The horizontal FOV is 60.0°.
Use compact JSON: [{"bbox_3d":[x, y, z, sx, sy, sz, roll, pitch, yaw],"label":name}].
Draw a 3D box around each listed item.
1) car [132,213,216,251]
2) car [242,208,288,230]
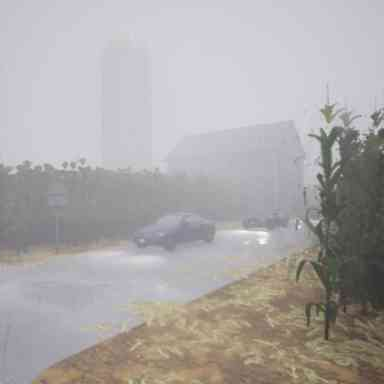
[{"bbox_3d":[-0.643,1.695,15.221,1.812,1.442,4.674,-1,-1,36],"label":"car"},{"bbox_3d":[5.141,1.818,23.215,1.994,1.385,4.181,-1,-1,36],"label":"car"}]
